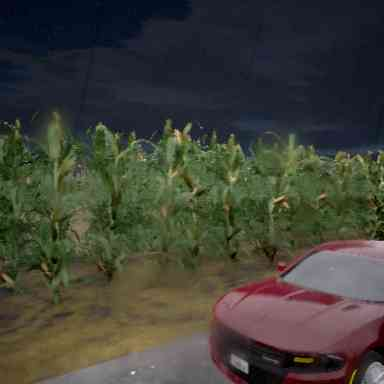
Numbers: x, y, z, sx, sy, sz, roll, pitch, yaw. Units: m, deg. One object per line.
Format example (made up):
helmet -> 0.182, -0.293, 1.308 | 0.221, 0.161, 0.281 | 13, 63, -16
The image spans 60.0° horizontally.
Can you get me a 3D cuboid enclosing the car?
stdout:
car -> 2.515, 1.500, 4.885 | 5.008, 1.535, 1.882 | 0, 0, -36
